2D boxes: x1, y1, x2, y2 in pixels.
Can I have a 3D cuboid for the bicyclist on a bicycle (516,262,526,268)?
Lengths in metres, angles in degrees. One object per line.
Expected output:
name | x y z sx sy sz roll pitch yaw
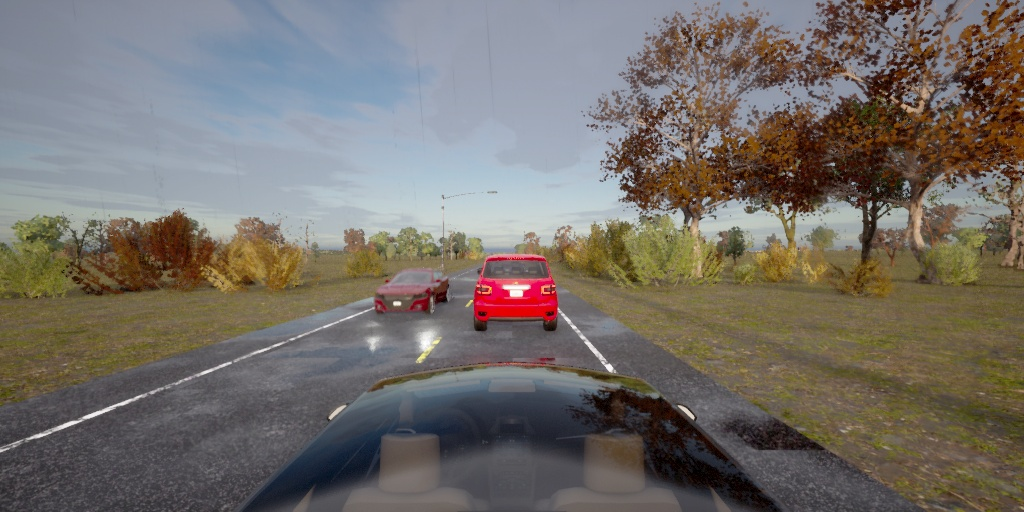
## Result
bicyclist on a bicycle | 0.851 1.110 30.253 0.659 1.776 1.843 0 0 0

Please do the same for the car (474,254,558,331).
car | 0.075 0.968 11.074 2.150 2.045 5.566 0 0 -1

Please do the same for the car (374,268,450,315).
car | -3.632 1.223 13.806 1.882 1.535 5.008 0 0 0

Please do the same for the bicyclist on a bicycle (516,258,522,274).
bicyclist on a bicycle | 0.772 1.107 40.266 0.659 1.776 1.843 0 0 0
